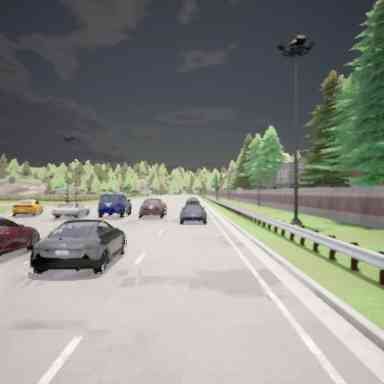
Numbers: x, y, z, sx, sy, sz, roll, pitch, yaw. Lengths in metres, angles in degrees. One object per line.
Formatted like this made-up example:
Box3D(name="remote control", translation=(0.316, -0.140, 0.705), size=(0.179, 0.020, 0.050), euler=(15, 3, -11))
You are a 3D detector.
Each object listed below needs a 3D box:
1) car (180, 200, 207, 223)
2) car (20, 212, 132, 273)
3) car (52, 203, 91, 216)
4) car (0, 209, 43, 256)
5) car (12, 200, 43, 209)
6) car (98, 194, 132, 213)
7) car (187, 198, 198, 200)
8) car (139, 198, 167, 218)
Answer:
Box3D(name="car", translation=(0.099, 1.558, 25.401), size=(1.994, 1.385, 4.181), euler=(0, 0, 0))
Box3D(name="car", translation=(-3.402, 1.562, 10.712), size=(1.994, 1.385, 4.181), euler=(0, 0, 0))
Box3D(name="car", translation=(-10.400, 1.592, 29.124), size=(1.895, 1.301, 4.718), euler=(0, 0, 0))
Box3D(name="car", translation=(-6.913, 1.523, 11.197), size=(1.812, 1.442, 4.674), euler=(0, 0, 0))
Box3D(name="car", translation=(-15.607, 1.468, 31.814), size=(1.882, 1.535, 5.008), euler=(0, 0, -13))
Box3D(name="car", translation=(-6.900, 1.213, 30.187), size=(2.150, 2.045, 5.566), euler=(0, 0, 0))
Box3D(name="car", translation=(0.098, 1.495, 43.691), size=(1.837, 1.490, 4.892), euler=(0, 0, 0))
Box3D(name="car", translation=(-3.401, 1.345, 29.916), size=(2.097, 1.767, 4.553), euler=(0, 0, 0))
